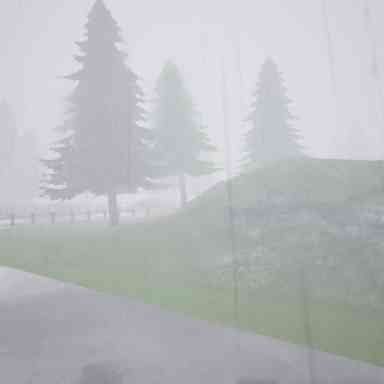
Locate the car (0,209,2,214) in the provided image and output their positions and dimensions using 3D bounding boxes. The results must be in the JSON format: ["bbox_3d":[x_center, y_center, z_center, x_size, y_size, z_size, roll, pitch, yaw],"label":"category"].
[{"bbox_3d":[-18.101,1.237,26.839,2.097,1.767,4.553,0,0,44],"label":"car"}]

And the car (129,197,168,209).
[{"bbox_3d":[-5.120,1.392,39.462,4.902,1.511,2.128,0,0,-39],"label":"car"}]
